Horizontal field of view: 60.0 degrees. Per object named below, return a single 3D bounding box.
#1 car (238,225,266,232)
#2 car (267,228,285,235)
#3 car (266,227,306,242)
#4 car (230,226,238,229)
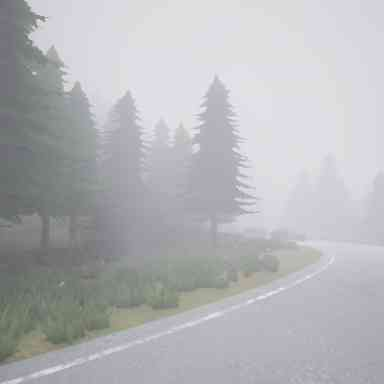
[{"bbox_3d":[8.698,5.430,46.623,1.882,1.535,5.008,2,-6,-14],"label":"car"},{"bbox_3d":[21.282,9.935,84.405,4.674,1.442,1.812,8,-5,-37],"label":"car"},{"bbox_3d":[9.335,4.159,32.556,1.994,1.385,4.181,2,-6,-12],"label":"car"},{"bbox_3d":[7.471,6.516,56.683,2.033,1.411,5.357,1,-6,5],"label":"car"}]
